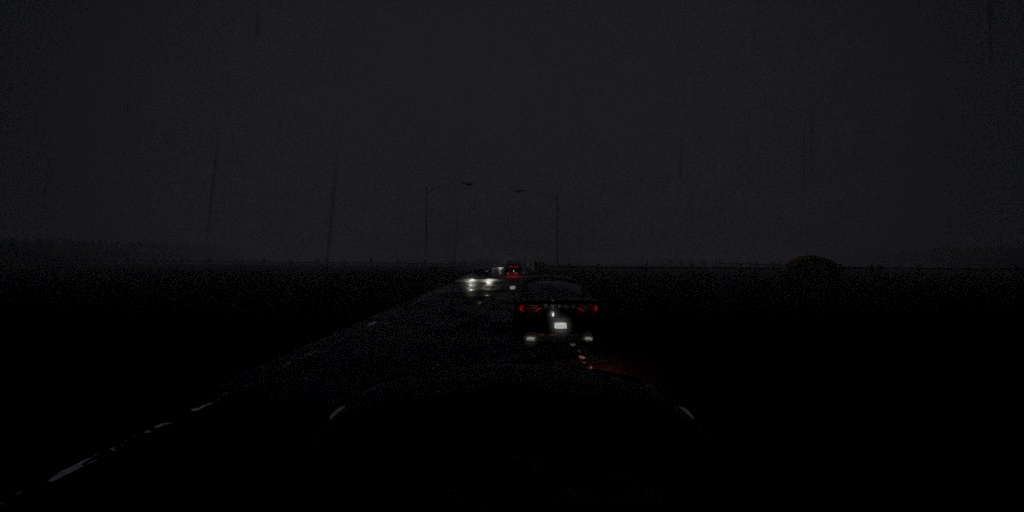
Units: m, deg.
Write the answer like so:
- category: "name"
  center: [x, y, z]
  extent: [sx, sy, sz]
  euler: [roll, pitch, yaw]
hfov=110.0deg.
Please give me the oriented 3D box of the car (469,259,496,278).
- category: "car"
  center: [-2.847, 1.224, 33.481]
  extent: [1.882, 1.535, 5.008]
  euler: [0, 0, 0]

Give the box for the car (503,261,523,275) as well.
- category: "car"
  center: [0.103, 1.250, 38.748]
  extent: [1.837, 1.490, 4.892]
  euler: [0, 0, -2]

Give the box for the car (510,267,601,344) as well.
- category: "car"
  center: [0.963, 1.228, 9.580]
  extent: [1.882, 1.535, 5.008]
  euler: [0, 0, 0]

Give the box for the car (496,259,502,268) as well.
- category: "car"
  center: [-2.741, 1.240, 61.928]
  extent: [1.837, 1.490, 4.892]
  euler: [0, 0, 0]
